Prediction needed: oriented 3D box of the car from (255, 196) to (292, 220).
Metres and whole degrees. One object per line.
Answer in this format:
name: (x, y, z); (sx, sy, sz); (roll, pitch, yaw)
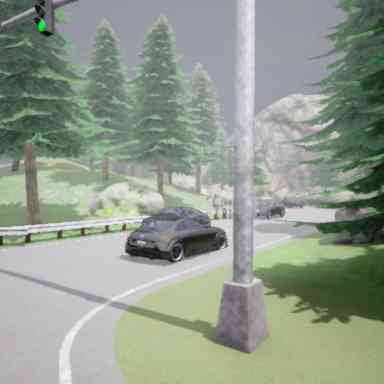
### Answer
car: (6.228, 1.383, 27.642); (2.128, 1.511, 4.902); (1, 1, 35)

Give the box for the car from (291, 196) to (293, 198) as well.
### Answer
car: (13.182, 1.358, 44.042); (1.837, 1.490, 4.892); (1, 0, -4)

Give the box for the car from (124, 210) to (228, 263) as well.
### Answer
car: (-0.414, 1.560, 11.935); (1.994, 1.385, 4.181); (1, 0, 35)

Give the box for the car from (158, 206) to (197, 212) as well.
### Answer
car: (-0.786, 1.458, 17.661); (1.994, 1.385, 4.181); (1, 1, 35)
